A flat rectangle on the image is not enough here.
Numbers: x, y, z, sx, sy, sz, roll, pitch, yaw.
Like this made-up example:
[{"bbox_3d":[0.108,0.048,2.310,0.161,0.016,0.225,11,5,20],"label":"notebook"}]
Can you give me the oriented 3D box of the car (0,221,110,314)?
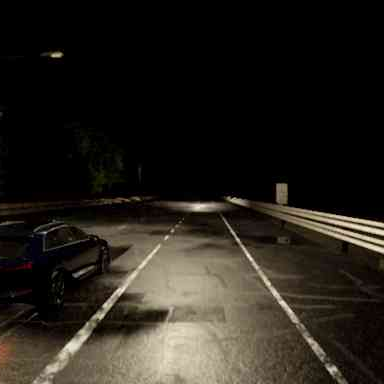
[{"bbox_3d":[-3.413,1.457,7.705,2.033,1.649,4.856,0,0,2],"label":"car"}]
